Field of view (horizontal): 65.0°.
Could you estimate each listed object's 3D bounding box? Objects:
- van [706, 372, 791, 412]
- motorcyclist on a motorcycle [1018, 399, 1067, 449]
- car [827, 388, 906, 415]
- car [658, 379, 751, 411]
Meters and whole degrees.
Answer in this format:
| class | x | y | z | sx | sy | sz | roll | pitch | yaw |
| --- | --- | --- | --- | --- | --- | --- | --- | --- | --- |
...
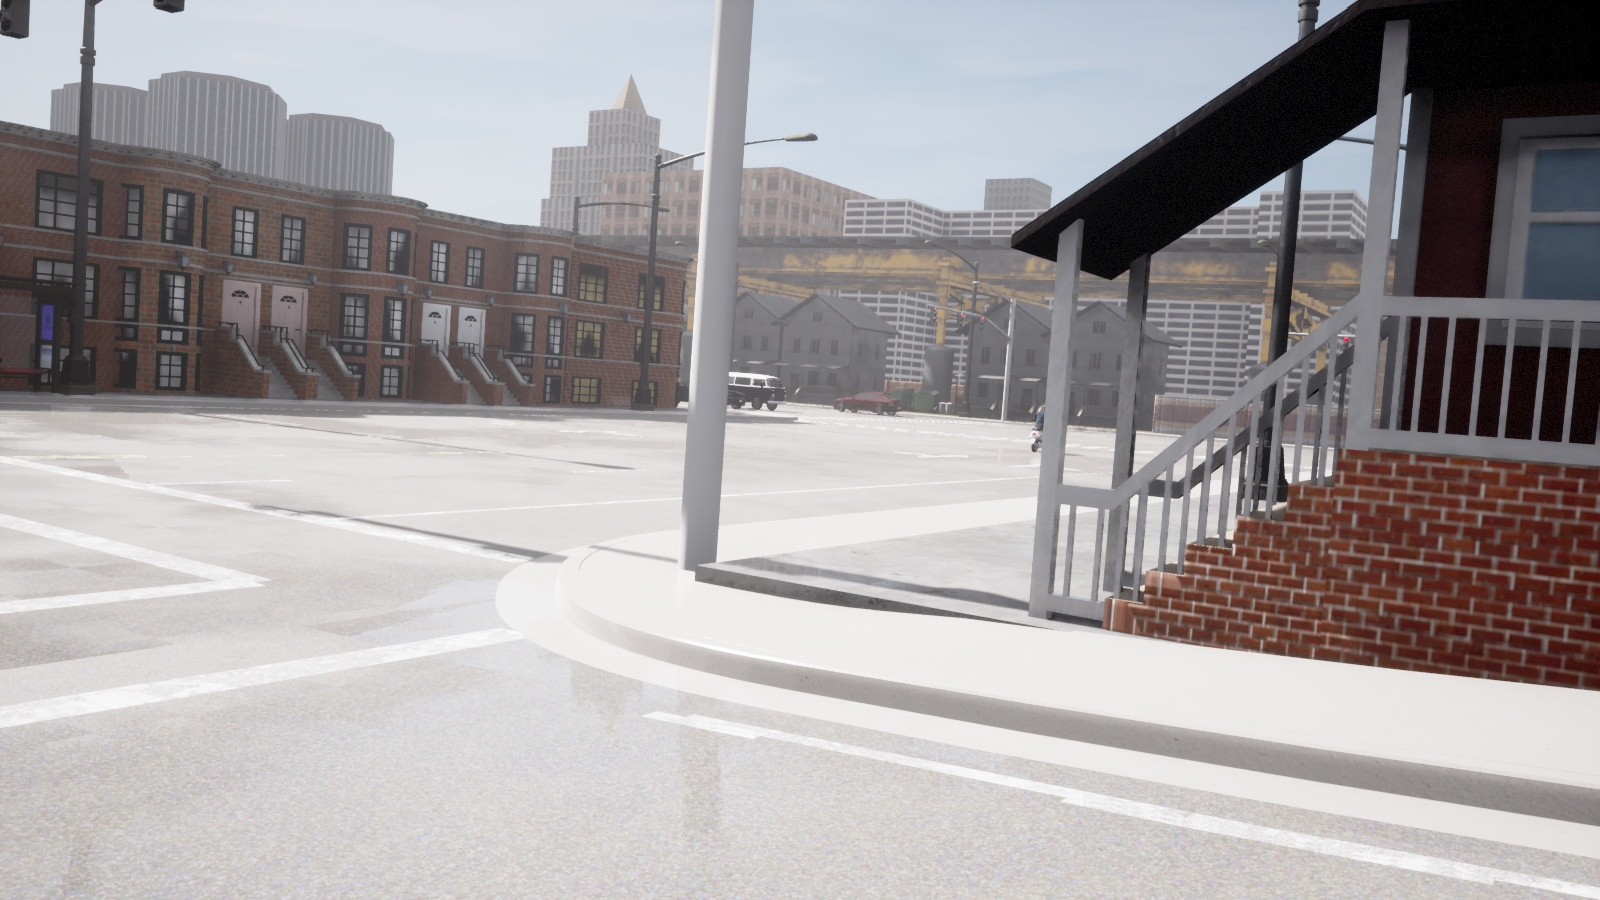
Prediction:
| class | x | y | z | sx | sy | sz | roll | pitch | yaw |
| --- | --- | --- | --- | --- | --- | --- | --- | --- | --- |
| van | -3.009 | -3.350 | 72.557 | 4.480 | 2.038 | 2.069 | 5 | 4 | 34 |
| motorcyclist on a motorcycle | 8.089 | -0.857 | 41.773 | 0.866 | 1.590 | 1.817 | 5 | 4 | 34 |
| car | 4.228 | -3.092 | 80.346 | 4.674 | 1.442 | 1.812 | 5 | 4 | 34 |
| car | -5.332 | -3.072 | 69.899 | 5.008 | 1.535 | 1.882 | 5 | 4 | 34 |
